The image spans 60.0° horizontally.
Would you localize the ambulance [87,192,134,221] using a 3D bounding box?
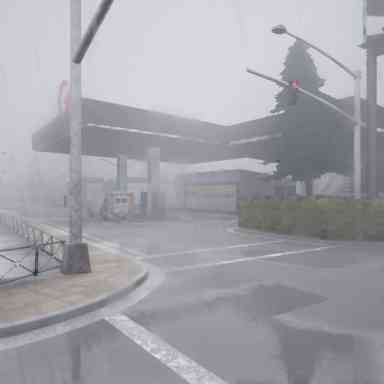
[{"bbox_3d":[-7.578,1.223,30.122,2.351,2.431,6.366,0,0,-35],"label":"ambulance"}]
